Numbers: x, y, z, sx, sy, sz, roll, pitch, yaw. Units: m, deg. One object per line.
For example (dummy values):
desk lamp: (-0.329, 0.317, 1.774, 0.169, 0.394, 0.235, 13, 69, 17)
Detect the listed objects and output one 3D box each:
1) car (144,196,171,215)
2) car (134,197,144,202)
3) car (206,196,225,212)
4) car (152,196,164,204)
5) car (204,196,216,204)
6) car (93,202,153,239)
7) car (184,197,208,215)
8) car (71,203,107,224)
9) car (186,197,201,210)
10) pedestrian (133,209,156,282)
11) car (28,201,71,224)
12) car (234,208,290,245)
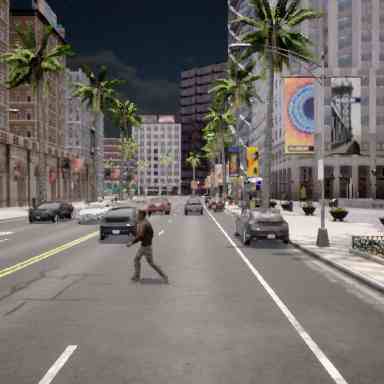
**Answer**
car: (-3.311, 1.352, 34.541, 2.097, 1.767, 4.553, 0, 0, 0)
car: (-10.150, 1.600, 65.414, 1.895, 1.301, 4.718, 0, 0, 1)
car: (3.214, 1.354, 44.880, 2.185, 1.767, 4.553, 0, 0, 0)
car: (-6.654, 1.504, 65.621, 1.837, 1.490, 4.892, 0, 0, 1)
car: (3.578, 1.513, 66.809, 2.161, 1.482, 4.786, 0, 0, 0)
car: (-3.356, 1.505, 17.126, 1.837, 1.490, 4.892, 0, 0, 0)
car: (0.189, 1.492, 34.040, 2.128, 1.511, 4.902, 0, 0, 0)
car: (-7.035, 1.525, 24.705, 1.812, 1.442, 4.674, 0, 0, 0)
car: (0.221, 1.505, 44.504, 1.837, 1.490, 4.892, 0, 0, 0)
pedestrian: (-1.164, 1.294, 8.199, 0.375, 1.860, 0.375, 0, 0, 0)
car: (-10.534, 1.477, 25.282, 1.882, 1.535, 5.008, 0, 0, 0)
car: (3.128, 1.481, 15.505, 2.231, 1.521, 4.892, 0, 0, 0)
